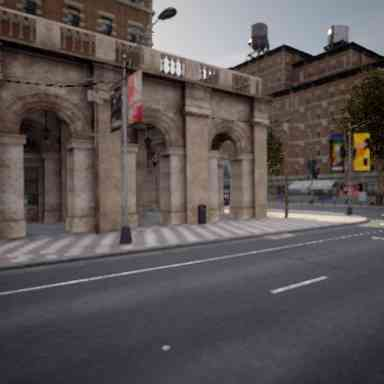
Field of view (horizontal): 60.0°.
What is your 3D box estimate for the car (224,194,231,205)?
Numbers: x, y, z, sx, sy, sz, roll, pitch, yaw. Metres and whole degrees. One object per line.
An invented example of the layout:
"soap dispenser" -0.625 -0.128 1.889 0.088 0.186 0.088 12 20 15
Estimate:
"car" 4.896 1.040 49.404 2.097 1.767 4.553 -1 0 -36
